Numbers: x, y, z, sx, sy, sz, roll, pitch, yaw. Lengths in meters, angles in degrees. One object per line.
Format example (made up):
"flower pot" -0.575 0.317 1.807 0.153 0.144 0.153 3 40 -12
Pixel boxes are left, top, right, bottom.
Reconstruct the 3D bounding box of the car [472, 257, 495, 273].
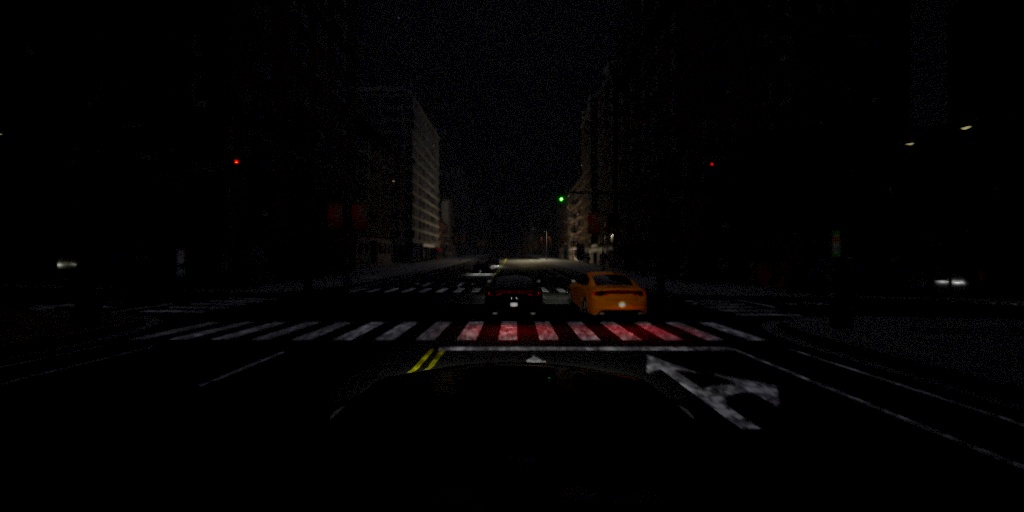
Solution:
"car" -3.351 1.154 40.661 2.033 1.411 5.357 0 1 0

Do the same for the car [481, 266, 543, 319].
"car" 0.075 1.300 13.282 1.882 1.535 5.008 0 0 0

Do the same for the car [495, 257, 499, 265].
"car" -3.260 0.887 63.362 1.895 1.301 4.718 0 1 0

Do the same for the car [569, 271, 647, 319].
"car" 3.323 1.300 13.253 1.882 1.535 5.008 0 0 0
